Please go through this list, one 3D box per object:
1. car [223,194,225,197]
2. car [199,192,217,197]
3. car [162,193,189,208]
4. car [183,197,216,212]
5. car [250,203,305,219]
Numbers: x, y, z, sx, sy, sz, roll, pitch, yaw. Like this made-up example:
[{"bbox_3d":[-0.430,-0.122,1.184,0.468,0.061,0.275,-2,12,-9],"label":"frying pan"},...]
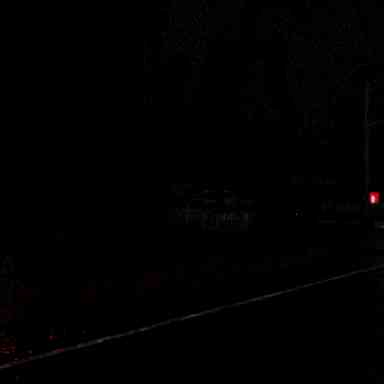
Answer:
[{"bbox_3d":[7.017,1.092,94.380,1.905,1.878,3.866,0,0,-37],"label":"car"},{"bbox_3d":[4.930,1.113,92.316,1.932,1.855,4.605,0,0,-37],"label":"car"},{"bbox_3d":[-2.974,1.367,49.091,2.097,1.767,4.553,0,0,-36],"label":"car"},{"bbox_3d":[1.351,1.579,37.237,1.994,1.385,4.181,0,0,-37],"label":"car"},{"bbox_3d":[7.412,1.616,29.219,1.895,1.301,4.718,0,0,-37],"label":"car"}]
